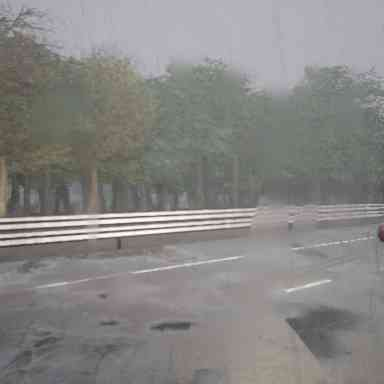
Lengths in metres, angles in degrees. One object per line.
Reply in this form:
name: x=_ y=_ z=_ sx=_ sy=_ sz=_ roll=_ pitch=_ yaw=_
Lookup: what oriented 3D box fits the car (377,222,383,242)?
car: x=10.232 y=1.553 z=14.961 sx=4.181 sy=1.385 sz=1.994 roll=0 pitch=0 yaw=-33
